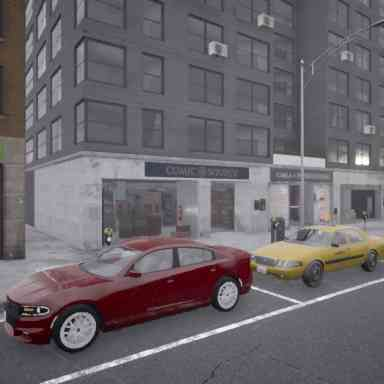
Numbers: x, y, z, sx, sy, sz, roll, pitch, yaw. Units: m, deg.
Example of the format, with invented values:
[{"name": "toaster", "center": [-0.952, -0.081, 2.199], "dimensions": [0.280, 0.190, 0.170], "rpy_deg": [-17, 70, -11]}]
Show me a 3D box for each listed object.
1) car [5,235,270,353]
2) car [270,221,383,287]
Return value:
[{"name": "car", "center": [-0.867, 1.545, 6.132], "dimensions": [4.507, 1.381, 1.887], "rpy_deg": [0, 0, -35]}, {"name": "car", "center": [3.626, 1.525, 9.302], "dimensions": [4.829, 1.417, 1.752], "rpy_deg": [0, 0, -35]}]
